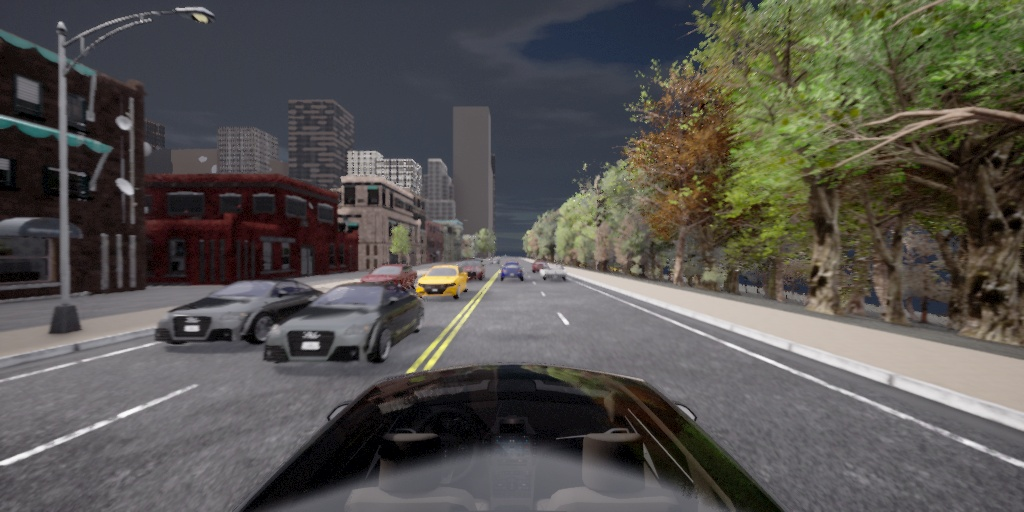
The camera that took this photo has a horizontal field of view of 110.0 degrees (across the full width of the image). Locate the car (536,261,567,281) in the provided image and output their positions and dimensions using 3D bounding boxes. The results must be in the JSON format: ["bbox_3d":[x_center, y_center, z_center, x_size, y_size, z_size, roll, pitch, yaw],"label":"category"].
[{"bbox_3d":[3.347,1.319,29.851,1.895,1.301,4.718,0,0,0],"label":"car"}]

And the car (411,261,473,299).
[{"bbox_3d":[-3.341,1.209,18.071,1.882,1.535,5.008,0,0,0],"label":"car"}]

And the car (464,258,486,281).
[{"bbox_3d":[-3.295,1.072,29.376,2.097,1.767,4.553,0,0,0],"label":"car"}]

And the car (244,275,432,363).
[{"bbox_3d":[-3.341,1.307,7.985,1.994,1.385,4.181,0,0,1],"label":"car"}]

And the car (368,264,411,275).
[{"bbox_3d":[-6.589,1.207,19.690,1.882,1.535,5.008,0,0,0],"label":"car"}]

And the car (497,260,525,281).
[{"bbox_3d":[-0.005,1.244,29.358,1.812,1.442,4.674,0,0,0],"label":"car"}]

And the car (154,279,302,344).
[{"bbox_3d":[-6.596,1.305,9.389,1.994,1.385,4.181,0,0,0],"label":"car"}]

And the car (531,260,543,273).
[{"bbox_3d":[3.289,1.227,42.618,1.812,1.442,4.674,0,0,0],"label":"car"}]
